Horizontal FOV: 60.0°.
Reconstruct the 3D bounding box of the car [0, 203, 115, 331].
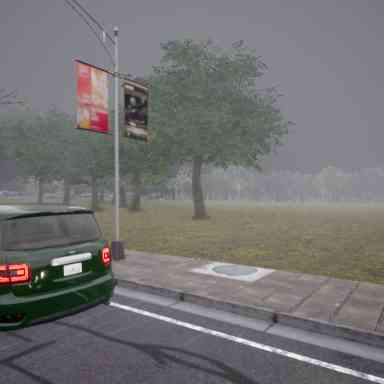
[{"bbox_3d":[-3.918,1.235,6.436,5.566,2.045,2.150,0,0,36],"label":"car"}]
